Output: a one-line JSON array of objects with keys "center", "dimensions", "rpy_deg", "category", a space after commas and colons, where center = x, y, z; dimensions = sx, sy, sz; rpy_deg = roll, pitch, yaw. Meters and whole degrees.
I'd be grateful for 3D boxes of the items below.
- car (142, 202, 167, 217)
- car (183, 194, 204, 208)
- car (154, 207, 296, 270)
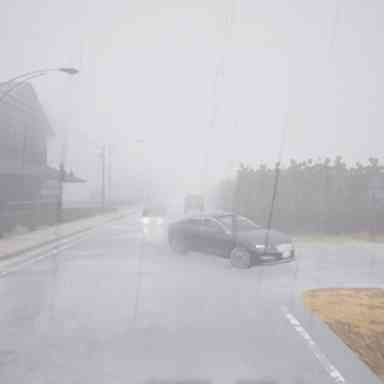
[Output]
[{"center": [-3.385, 1.580, 30.740], "dimensions": [1.994, 1.385, 4.181], "rpy_deg": [0, 0, 1], "category": "car"}, {"center": [0.193, 1.241, 37.395], "dimensions": [2.150, 2.045, 5.566], "rpy_deg": [0, 0, -1], "category": "car"}, {"center": [1.073, 1.499, 11.222], "dimensions": [2.128, 1.511, 4.902], "rpy_deg": [-1, 0, -40], "category": "car"}]
